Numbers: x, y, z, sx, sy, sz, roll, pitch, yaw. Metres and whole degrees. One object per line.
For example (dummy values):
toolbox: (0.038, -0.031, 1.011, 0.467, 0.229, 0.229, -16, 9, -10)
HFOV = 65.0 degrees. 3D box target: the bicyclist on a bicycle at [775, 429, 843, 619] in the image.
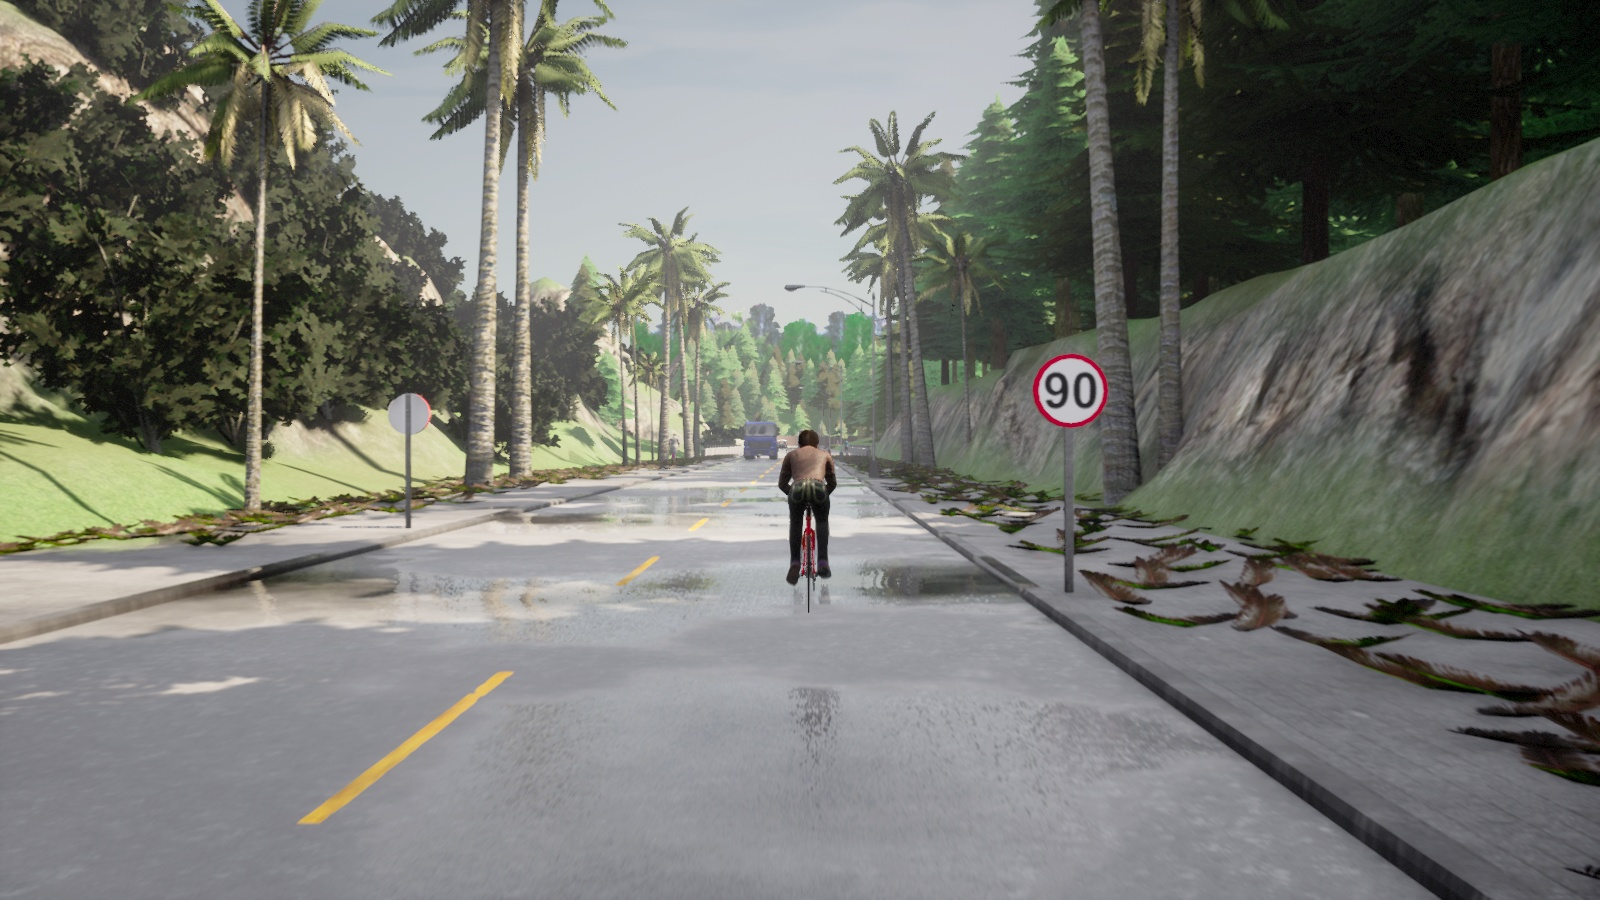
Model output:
bicyclist on a bicycle: (0.078, 0.634, 11.582, 0.582, 1.620, 1.656, 0, 0, 0)

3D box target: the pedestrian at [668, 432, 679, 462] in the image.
pedestrian: (-8.170, -0.206, 81.166, 0.659, 1.952, 0.873, 0, 0, 0)
